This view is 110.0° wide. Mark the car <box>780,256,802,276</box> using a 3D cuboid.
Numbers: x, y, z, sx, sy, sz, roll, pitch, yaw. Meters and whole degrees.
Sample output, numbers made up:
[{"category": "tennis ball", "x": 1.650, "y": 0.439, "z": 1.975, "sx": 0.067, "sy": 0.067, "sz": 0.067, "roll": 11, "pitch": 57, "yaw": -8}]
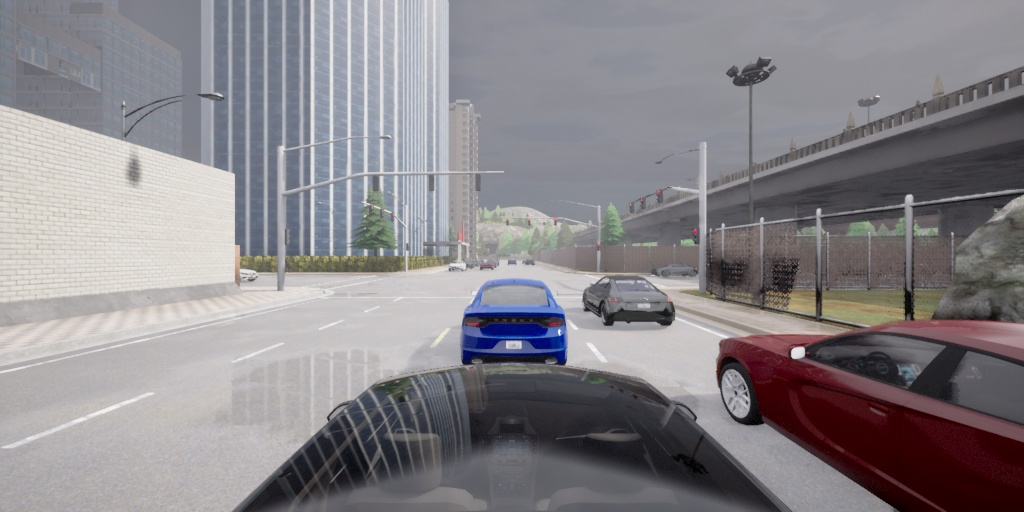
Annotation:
[{"category": "car", "x": 25.383, "y": 1.025, "z": 35.475, "sx": 5.566, "sy": 2.045, "sz": 2.150, "roll": 0, "pitch": 0, "yaw": -1}]

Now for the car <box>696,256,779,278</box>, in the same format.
[{"category": "car", "x": 20.004, "y": 1.025, "z": 31.957, "sx": 5.566, "sy": 2.045, "sz": 2.150, "roll": 0, "pitch": 0, "yaw": 0}]

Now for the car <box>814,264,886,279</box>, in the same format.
[{"category": "car", "x": 29.773, "y": 1.404, "z": 31.974, "sx": 4.718, "sy": 1.301, "sz": 1.895, "roll": 0, "pitch": 0, "yaw": 0}]

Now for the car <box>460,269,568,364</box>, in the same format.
[{"category": "car", "x": 0.055, "y": 1.227, "z": 8.029, "sx": 1.882, "sy": 1.535, "sz": 5.008, "roll": 0, "pitch": 0, "yaw": 1}]

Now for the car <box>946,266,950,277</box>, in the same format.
[{"category": "car", "x": 42.340, "y": 1.023, "z": 31.967, "sx": 5.566, "sy": 2.045, "sz": 2.150, "roll": 0, "pitch": 0, "yaw": 1}]

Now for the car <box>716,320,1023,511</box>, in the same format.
[{"category": "car", "x": 3.602, "y": 1.228, "z": 2.695, "sx": 1.882, "sy": 1.535, "sz": 5.008, "roll": 0, "pitch": 0, "yaw": 0}]

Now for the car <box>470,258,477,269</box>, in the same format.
[{"category": "car", "x": -7.069, "y": 1.098, "z": 56.118, "sx": 2.097, "sy": 1.767, "sz": 4.553, "roll": 0, "pitch": 0, "yaw": 0}]

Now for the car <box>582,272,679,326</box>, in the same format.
[{"category": "car", "x": 3.577, "y": 1.313, "z": 11.689, "sx": 1.994, "sy": 1.385, "sz": 4.181, "roll": 0, "pitch": 0, "yaw": 0}]

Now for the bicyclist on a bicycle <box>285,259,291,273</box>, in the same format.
[{"category": "bicyclist on a bicycle", "x": -25.289, "y": 1.104, "z": 40.160, "sx": 0.582, "sy": 1.620, "sz": 1.656, "roll": 0, "pitch": 0, "yaw": 0}]

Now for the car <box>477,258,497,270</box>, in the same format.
[{"category": "car", "x": -3.571, "y": 1.348, "z": 51.543, "sx": 1.895, "sy": 1.301, "sz": 4.718, "roll": 0, "pitch": 0, "yaw": 0}]

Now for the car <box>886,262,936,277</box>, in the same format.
[{"category": "car", "x": 38.972, "y": 1.329, "z": 35.474, "sx": 4.674, "sy": 1.442, "sz": 1.812, "roll": 0, "pitch": 0, "yaw": 0}]

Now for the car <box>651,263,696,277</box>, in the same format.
[{"category": "car", "x": 16.026, "y": 1.367, "z": 35.453, "sx": 4.181, "sy": 1.385, "sz": 1.994, "roll": 0, "pitch": 0, "yaw": 0}]

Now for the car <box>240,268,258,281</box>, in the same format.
[{"category": "car", "x": -22.630, "y": 1.329, "z": 28.203, "sx": 4.674, "sy": 1.442, "sz": 1.812, "roll": 0, "pitch": 0, "yaw": 0}]

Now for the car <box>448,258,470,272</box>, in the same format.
[{"category": "car", "x": -7.081, "y": 1.273, "z": 46.897, "sx": 1.812, "sy": 1.442, "sz": 4.674, "roll": 0, "pitch": 0, "yaw": 0}]

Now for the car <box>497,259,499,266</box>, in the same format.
[{"category": "car", "x": -3.556, "y": 1.347, "z": 60.961, "sx": 1.895, "sy": 1.301, "sz": 4.718, "roll": 0, "pitch": 0, "yaw": 0}]
